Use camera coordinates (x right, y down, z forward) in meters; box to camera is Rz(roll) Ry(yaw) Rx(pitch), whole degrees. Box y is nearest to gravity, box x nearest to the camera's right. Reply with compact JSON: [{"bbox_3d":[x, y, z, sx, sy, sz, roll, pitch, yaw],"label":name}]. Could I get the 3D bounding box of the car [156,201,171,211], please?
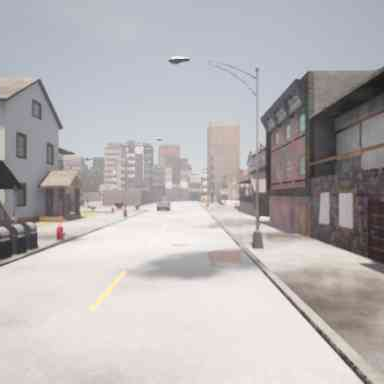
[{"bbox_3d":[-3.992,1.999,48.012,2.033,1.411,5.357,0,-1,0],"label":"car"}]
